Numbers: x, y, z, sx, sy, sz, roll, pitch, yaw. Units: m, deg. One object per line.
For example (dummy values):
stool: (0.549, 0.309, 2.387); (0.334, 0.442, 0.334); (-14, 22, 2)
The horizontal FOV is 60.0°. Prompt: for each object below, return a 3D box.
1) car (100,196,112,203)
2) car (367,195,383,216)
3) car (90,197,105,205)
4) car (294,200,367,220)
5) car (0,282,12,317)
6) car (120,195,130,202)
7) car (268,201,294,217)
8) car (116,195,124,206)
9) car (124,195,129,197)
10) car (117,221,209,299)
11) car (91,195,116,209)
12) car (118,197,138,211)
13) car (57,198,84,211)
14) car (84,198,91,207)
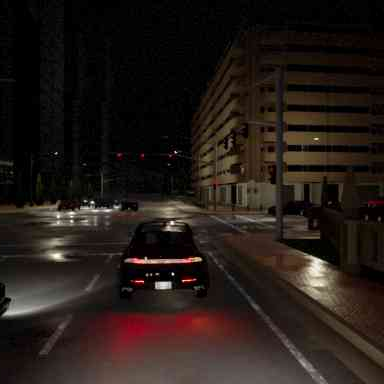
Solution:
car: (-17.951, 1.552, 69.655); (1.994, 1.385, 4.181); (0, 0, -6)
car: (19.554, 1.277, 32.527); (5.566, 2.045, 2.150); (0, 0, -6)
car: (-16.928, 1.601, 59.676); (1.895, 1.301, 4.718); (0, 0, -6)
car: (11.627, 1.547, 28.096); (4.902, 1.511, 2.128); (0, 0, -6)
car: (-3.775, 1.547, 3.047); (2.033, 1.411, 5.357); (0, 0, -4)
car: (-14.913, 1.493, 74.083); (1.837, 1.490, 4.892); (0, 0, -6)
car: (9.696, 1.533, 31.399); (5.008, 1.535, 1.882); (0, 0, -7)
car: (-12.787, 1.352, 53.785); (2.097, 1.767, 4.553); (0, 0, -6)
car: (-13.831, 1.601, 63.790); (1.895, 1.301, 4.718); (0, 0, -6)
car: (-0.711, 1.492, 8.491); (2.128, 1.511, 4.902); (0, 0, -4)
car: (-11.802, 1.526, 44.790); (1.812, 1.442, 4.674); (0, 0, -5)
car: (-7.573, 1.601, 40.793); (1.895, 1.301, 4.718); (0, 0, -7)
car: (-14.859, 1.526, 40.415); (1.812, 1.442, 4.674); (0, 0, -6)
car: (-15.896, 1.547, 49.949); (2.033, 1.411, 5.357); (0, 0, -6)
